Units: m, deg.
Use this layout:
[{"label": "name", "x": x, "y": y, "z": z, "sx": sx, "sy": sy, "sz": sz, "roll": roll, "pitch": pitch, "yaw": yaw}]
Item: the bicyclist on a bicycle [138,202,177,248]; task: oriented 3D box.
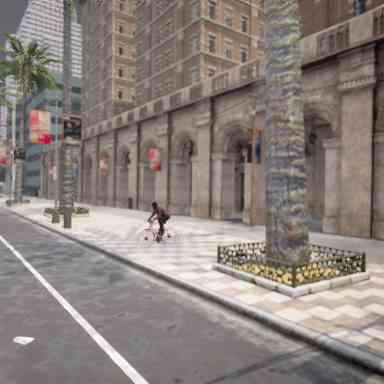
[{"label": "bicyclist on a bicycle", "x": -1.240, "y": 1.187, "z": 12.144, "sx": 1.656, "sy": 1.620, "sz": 0.582, "roll": 0, "pitch": 1, "yaw": -36}]
